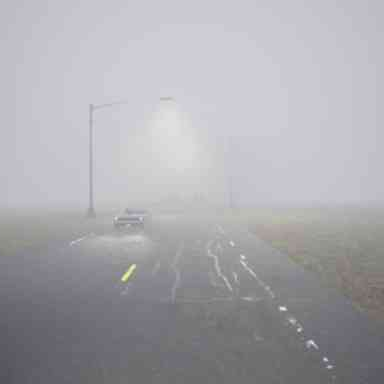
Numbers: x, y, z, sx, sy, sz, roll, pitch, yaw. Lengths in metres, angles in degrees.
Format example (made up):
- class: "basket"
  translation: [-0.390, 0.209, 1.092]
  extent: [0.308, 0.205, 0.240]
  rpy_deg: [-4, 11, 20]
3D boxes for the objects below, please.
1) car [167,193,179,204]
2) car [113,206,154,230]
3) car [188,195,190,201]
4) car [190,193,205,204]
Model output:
- class: "car"
  translation: [-3.526, 1.190, 62.697]
  extent: [2.150, 2.045, 5.566]
  rpy_deg: [0, 0, 1]
- class: "car"
  translation: [-3.600, 1.586, 21.041]
  extent: [1.895, 1.301, 4.718]
  rpy_deg: [0, 0, 0]
- class: "car"
  translation: [-0.008, 1.354, 80.767]
  extent: [2.033, 1.411, 5.357]
  rpy_deg: [0, 0, 0]
- class: "car"
  translation: [1.219, 1.193, 62.076]
  extent: [2.150, 2.045, 5.566]
  rpy_deg: [0, 0, 0]
